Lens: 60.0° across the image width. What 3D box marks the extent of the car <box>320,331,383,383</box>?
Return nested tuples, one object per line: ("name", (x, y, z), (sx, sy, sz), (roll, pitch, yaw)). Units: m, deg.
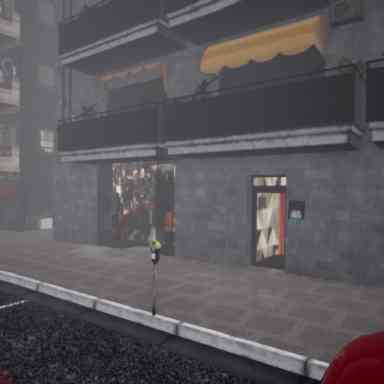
("car", (2.845, 1.316, 0.832), (5.009, 1.841, 2.192), (0, 1, 35))
